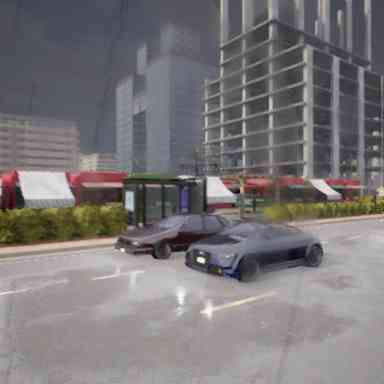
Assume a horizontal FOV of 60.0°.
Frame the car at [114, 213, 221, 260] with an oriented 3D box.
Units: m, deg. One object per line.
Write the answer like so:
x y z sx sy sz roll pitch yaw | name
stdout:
-0.094 1.515 12.456 5.357 1.411 2.033 0 0 -35 | car

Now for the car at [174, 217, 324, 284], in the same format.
1.868 1.532 9.561 4.181 1.385 1.994 0 0 -35 | car
